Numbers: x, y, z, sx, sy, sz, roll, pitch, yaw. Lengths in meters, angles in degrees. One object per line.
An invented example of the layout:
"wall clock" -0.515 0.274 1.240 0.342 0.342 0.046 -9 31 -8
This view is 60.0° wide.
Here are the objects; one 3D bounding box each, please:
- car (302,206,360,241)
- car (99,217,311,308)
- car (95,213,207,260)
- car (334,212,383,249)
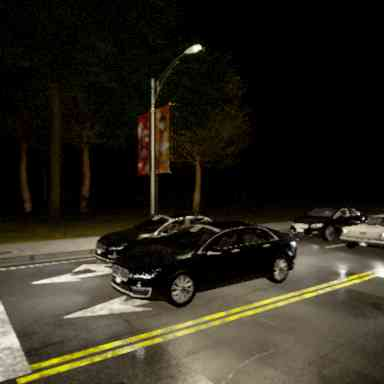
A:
"car" 6.938 1.481 16.603 4.902 1.511 2.128 0 0 -35
"car" 0.511 1.501 8.037 4.892 1.490 1.837 0 0 -35
"car" -0.739 1.500 11.139 4.892 1.490 1.837 0 0 -36
"car" 8.050 1.591 13.410 4.718 1.301 1.895 0 0 -35
